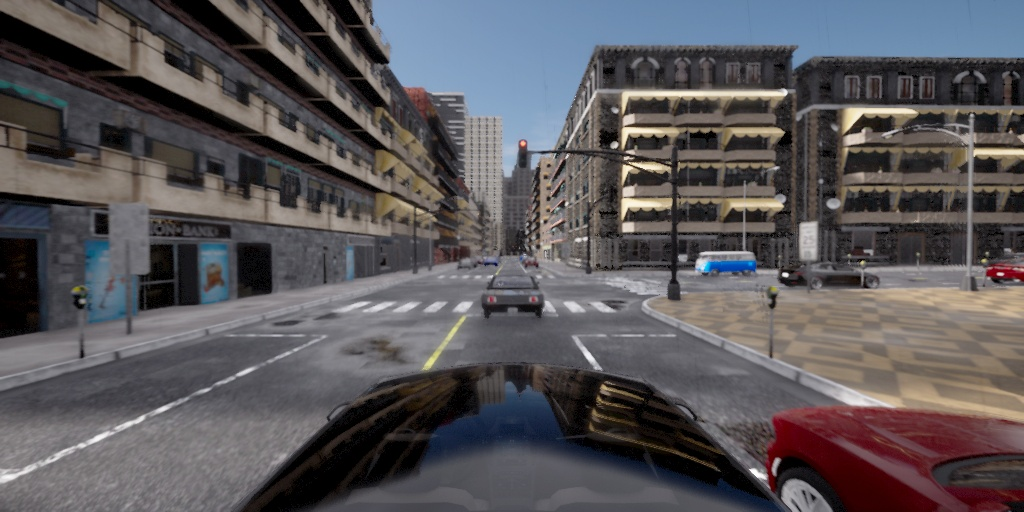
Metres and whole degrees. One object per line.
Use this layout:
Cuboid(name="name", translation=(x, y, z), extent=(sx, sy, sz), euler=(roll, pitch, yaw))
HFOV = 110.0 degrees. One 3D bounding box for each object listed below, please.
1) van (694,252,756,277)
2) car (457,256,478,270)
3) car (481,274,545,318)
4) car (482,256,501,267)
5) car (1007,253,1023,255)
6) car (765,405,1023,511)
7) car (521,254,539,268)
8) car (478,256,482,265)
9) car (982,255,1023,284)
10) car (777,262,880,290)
Cuboid(name="van", translation=(15.644, 0.589, 26.373), extent=(3.998, 1.789, 1.690), euler=(0, 0, -1))
Cuboid(name="car", translation=(-5.709, 0.974, 44.250), extent=(2.007, 1.370, 4.403), euler=(0, 0, 0))
Cuboid(name="car", translation=(0.045, 1.265, 12.567), extent=(1.895, 1.301, 4.718), euler=(0, 0, 1))
Cuboid(name="car", translation=(-3.095, 0.833, 53.751), extent=(1.882, 1.535, 5.008), euler=(0, 0, 0))
Cuboid(name="car", translation=(37.917, 0.460, 26.693), extent=(4.313, 1.339, 1.948), euler=(0, 0, -1))
Cuboid(name="car", translation=(2.688, 1.302, 0.778), extent=(1.888, 1.381, 4.507), euler=(0, 0, 0))
Cuboid(name="car", translation=(2.669, 0.823, 49.776), extent=(1.967, 1.591, 4.097), euler=(0, 0, 0))
Cuboid(name="car", translation=(-5.712, 0.950, 49.777), extent=(1.948, 1.339, 4.313), euler=(0, 0, 0))
Cuboid(name="car", translation=(26.901, 0.751, 18.154), extent=(4.507, 1.381, 1.888), euler=(0, 0, -1))
Cuboid(name="car", translation=(15.766, 0.949, 17.995), extent=(4.313, 1.339, 1.948), euler=(0, 0, -1))
